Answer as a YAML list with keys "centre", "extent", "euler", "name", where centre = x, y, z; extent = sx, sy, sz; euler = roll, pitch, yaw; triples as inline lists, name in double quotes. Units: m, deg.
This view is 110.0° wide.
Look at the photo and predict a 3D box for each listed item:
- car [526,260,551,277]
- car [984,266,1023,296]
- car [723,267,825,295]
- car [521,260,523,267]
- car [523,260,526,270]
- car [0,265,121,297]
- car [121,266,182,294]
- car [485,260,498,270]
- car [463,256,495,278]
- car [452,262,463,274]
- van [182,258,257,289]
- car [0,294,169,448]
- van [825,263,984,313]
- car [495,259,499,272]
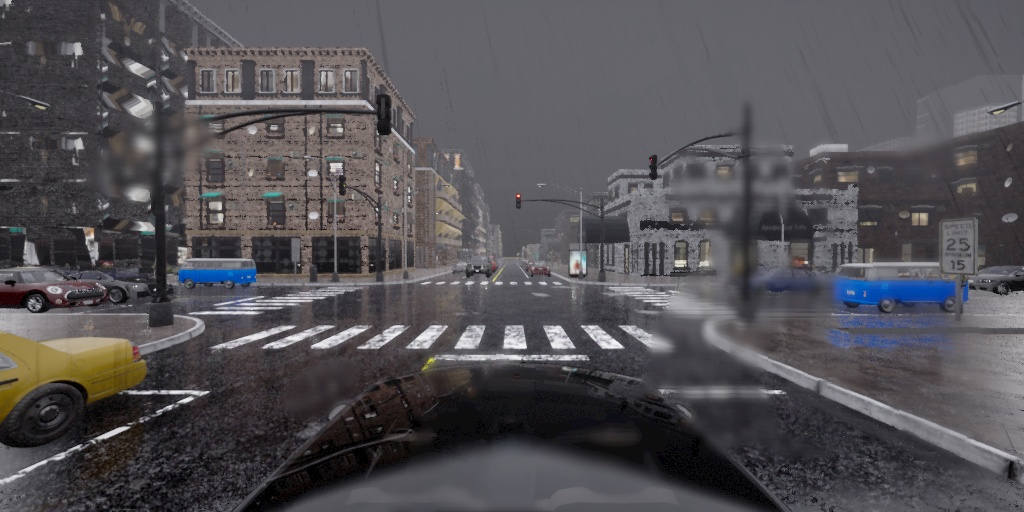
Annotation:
- centre: [2.675, 1.203, 35.250]
  extent: [1.967, 1.591, 4.097]
  euler: [0, 0, 0]
  name: "car"
- centre: [26.895, 1.300, 19.435]
  extent: [4.902, 1.511, 2.128]
  euler: [0, 0, 0]
  name: "car"
- centre: [14.502, 1.324, 19.341]
  extent: [5.357, 1.411, 2.033]
  euler: [0, 0, -1]
  name: "car"
- centre: [2.667, 1.332, 52.341]
  extent: [2.007, 1.370, 4.403]
  euler: [0, 0, 0]
  name: "car"
- centre: [2.670, 1.357, 46.644]
  extent: [1.802, 1.307, 4.207]
  euler: [0, 0, 0]
  name: "car"
- centre: [-17.728, 1.193, 13.300]
  extent: [4.097, 1.591, 1.967]
  euler: [0, 0, 0]
  name: "car"
- centre: [-17.740, 1.299, 15.884]
  extent: [4.181, 1.385, 1.994]
  euler: [0, 0, 0]
  name: "car"
- centre: [-3.110, 1.311, 54.990]
  extent: [1.812, 1.442, 4.674]
  euler: [0, 0, 0]
  name: "car"
- centre: [-3.109, 0.985, 34.759]
  extent: [2.150, 2.045, 5.566]
  euler: [0, 0, 0]
  name: "car"
- centre: [-5.708, 1.320, 40.931]
  extent: [2.007, 1.370, 4.403]
  euler: [0, 0, 0]
  name: "car"
- centre: [-17.774, 1.034, 21.681]
  extent: [3.998, 1.789, 1.690]
  euler: [0, 0, 0]
  name: "van"
- centre: [-5.692, 1.275, 2.610]
  extent: [1.751, 1.417, 4.829]
  euler: [0, 0, 0]
  name: "car"
- centre: [14.650, 1.159, 13.555]
  extent: [3.998, 1.789, 1.690]
  euler: [0, 0, 0]
  name: "van"
- centre: [-3.116, 0.995, 45.069]
  extent: [2.150, 2.045, 5.566]
  euler: [0, 0, 0]
  name: "car"
